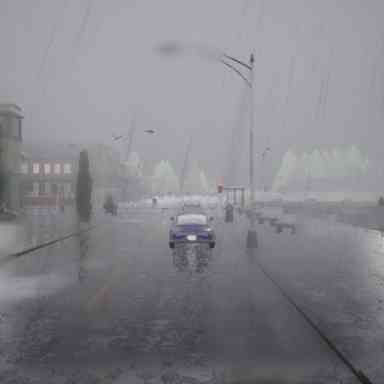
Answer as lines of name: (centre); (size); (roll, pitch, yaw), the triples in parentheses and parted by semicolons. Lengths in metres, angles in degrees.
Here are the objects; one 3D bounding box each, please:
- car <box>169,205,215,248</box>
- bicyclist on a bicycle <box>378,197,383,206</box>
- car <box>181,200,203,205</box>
car: (0.000, 1.532, 14.650); (1.812, 1.442, 4.674); (0, 0, 0)
bicyclist on a bicycle: (19.812, 1.347, 34.627); (0.582, 1.620, 1.656); (0, 0, 0)
car: (0.000, 1.494, 29.650); (2.128, 1.511, 4.902); (0, 0, 0)
